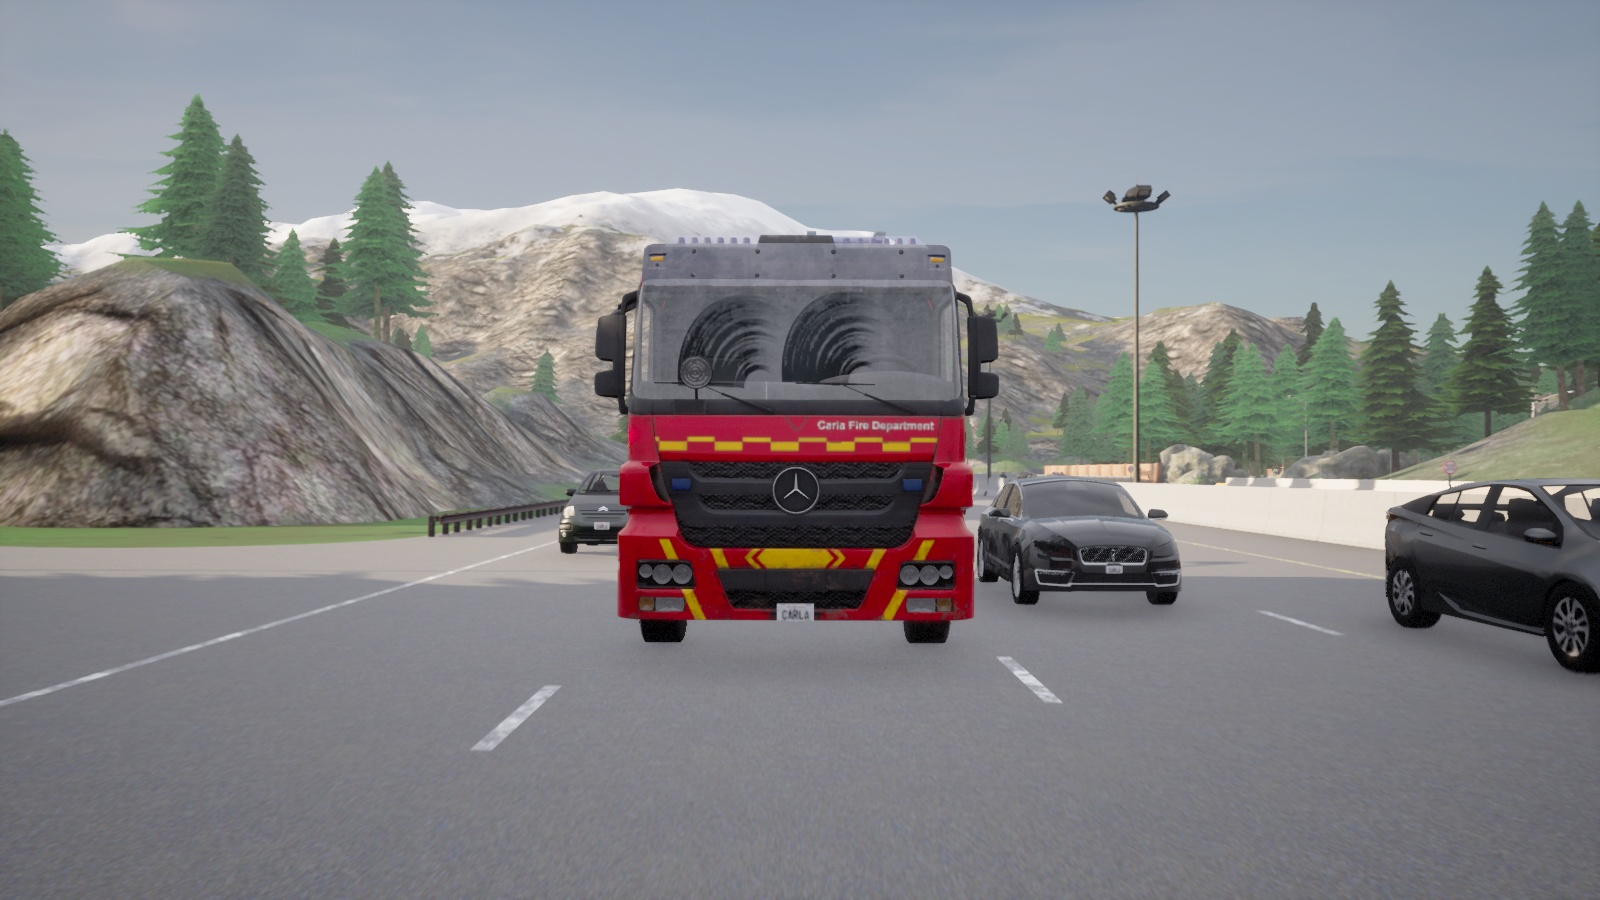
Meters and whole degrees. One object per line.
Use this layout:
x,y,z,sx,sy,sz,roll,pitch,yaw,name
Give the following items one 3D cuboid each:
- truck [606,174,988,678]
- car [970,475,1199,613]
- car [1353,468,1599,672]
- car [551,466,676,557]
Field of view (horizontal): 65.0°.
-0.038,-0.119,13.795,2.891,3.827,8.468,0,-1,0,truck
3.461,1.078,16.255,1.837,1.490,4.892,0,-1,0,car
6.972,0.922,11.271,2.007,1.525,4.514,0,-1,0,car
-3.560,1.139,24.622,1.851,1.617,3.988,0,-1,0,car
